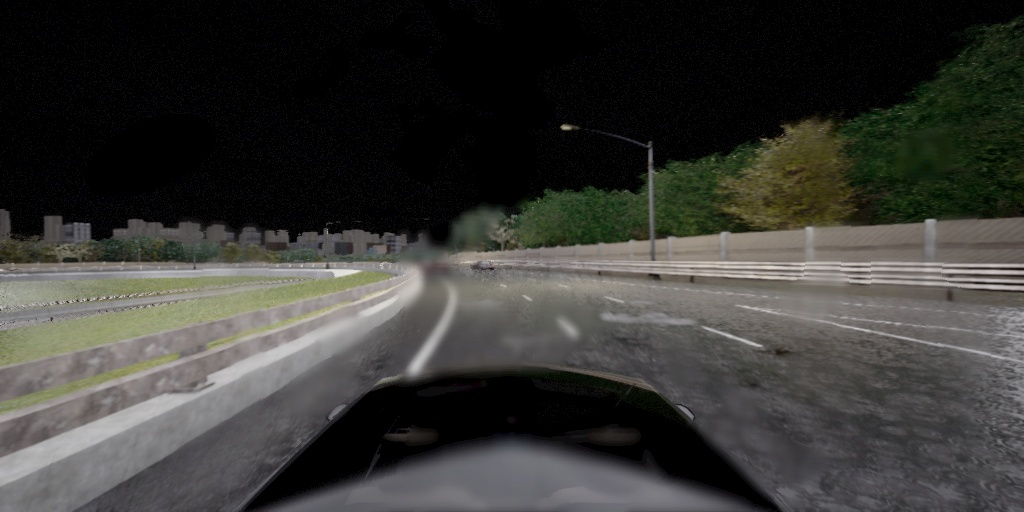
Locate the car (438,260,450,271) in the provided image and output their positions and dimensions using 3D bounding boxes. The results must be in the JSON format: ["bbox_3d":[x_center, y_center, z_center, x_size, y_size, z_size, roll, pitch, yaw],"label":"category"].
[{"bbox_3d":[-11.366,1.477,56.421,1.882,1.535,5.008,-1,0,-31],"label":"car"}]

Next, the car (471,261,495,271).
[{"bbox_3d":[-4.202,1.396,50.597,2.033,1.411,5.357,-1,0,-26],"label":"car"}]

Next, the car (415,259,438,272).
[{"bbox_3d":[-12.625,1.375,51.443,2.097,1.767,4.553,-1,0,-28],"label":"car"}]
